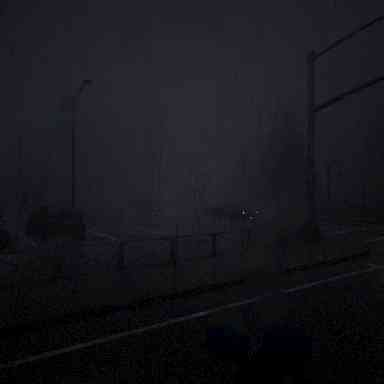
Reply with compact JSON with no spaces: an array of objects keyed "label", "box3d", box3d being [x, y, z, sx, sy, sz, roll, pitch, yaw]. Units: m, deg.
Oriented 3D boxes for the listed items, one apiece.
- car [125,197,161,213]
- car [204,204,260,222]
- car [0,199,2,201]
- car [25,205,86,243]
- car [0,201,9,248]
[{"label":"car","box3d":[-5.273,1.491,37.678,2.128,1.511,4.902,0,0,-36]},{"label":"car","box3d":[3.068,1.601,26.311,1.895,1.301,4.718,0,0,-36]},{"label":"car","box3d":[-21.577,1.374,36.432,1.845,1.501,3.633,0,0,-36]},{"label":"car","box3d":[-6.351,1.340,15.315,2.007,1.523,4.514,0,0,-36]},{"label":"car","box3d":[-8.865,1.331,13.439,2.152,1.636,5.027,0,0,-36]}]
